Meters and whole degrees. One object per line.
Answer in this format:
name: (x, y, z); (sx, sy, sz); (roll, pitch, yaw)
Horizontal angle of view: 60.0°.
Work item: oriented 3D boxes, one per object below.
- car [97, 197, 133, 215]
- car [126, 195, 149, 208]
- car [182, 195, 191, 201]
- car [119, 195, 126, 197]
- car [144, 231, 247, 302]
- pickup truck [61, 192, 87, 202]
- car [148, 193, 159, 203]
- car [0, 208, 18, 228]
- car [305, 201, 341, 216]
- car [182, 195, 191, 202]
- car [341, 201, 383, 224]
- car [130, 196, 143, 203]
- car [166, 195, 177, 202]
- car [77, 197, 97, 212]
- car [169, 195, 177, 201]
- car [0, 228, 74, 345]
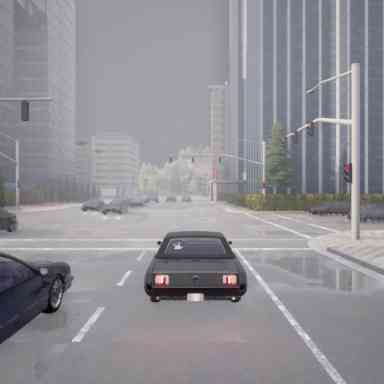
car: (-7.628, 1.547, 33.552); (2.033, 1.411, 5.357); (0, 0, -1)
car: (-7.918, 1.477, 48.503); (1.882, 1.535, 5.008); (0, 0, -1)
car: (-1.385, 1.540, 84.808); (2.033, 1.411, 5.357); (0, 0, -1)
car: (-11.520, 1.351, 55.726); (2.097, 1.767, 4.553); (0, 0, -1)
car: (0.067, 1.601, 8.188); (1.895, 1.301, 4.718); (0, 0, 0)
pickup truck: (-24.768, 1.059, 69.244); (2.390, 2.098, 6.274); (0, 0, 30)
car: (-8.138, 1.223, 68.701); (2.150, 2.045, 5.566); (0, 0, -1)
car: (-10.738, 1.525, 17.066); (1.812, 1.442, 4.674); (0, 0, -1)
car: (13.584, 1.547, 31.596); (5.357, 1.411, 2.033); (0, 0, -3)
car: (-1.228, 1.553, 75.033); (1.994, 1.385, 4.181); (0, 0, -1)
car: (13.676, 1.564, 24.451); (4.181, 1.385, 1.994); (0, 0, 0)
car: (-11.653, 1.551, 69.768); (1.994, 1.385, 4.181); (0, 0, -1)
car: (-4.718, 1.500, 74.571); (1.837, 1.490, 4.892); (0, 0, -1)
car: (-11.244, 1.547, 38.661); (2.033, 1.411, 5.357); (0, 0, -1)
car: (-4.885, 1.524, 84.739); (1.812, 1.442, 4.674); (0, 0, -1)
car: (-3.436, 1.547, 4.591); (2.033, 1.411, 5.357); (0, 0, 0)
